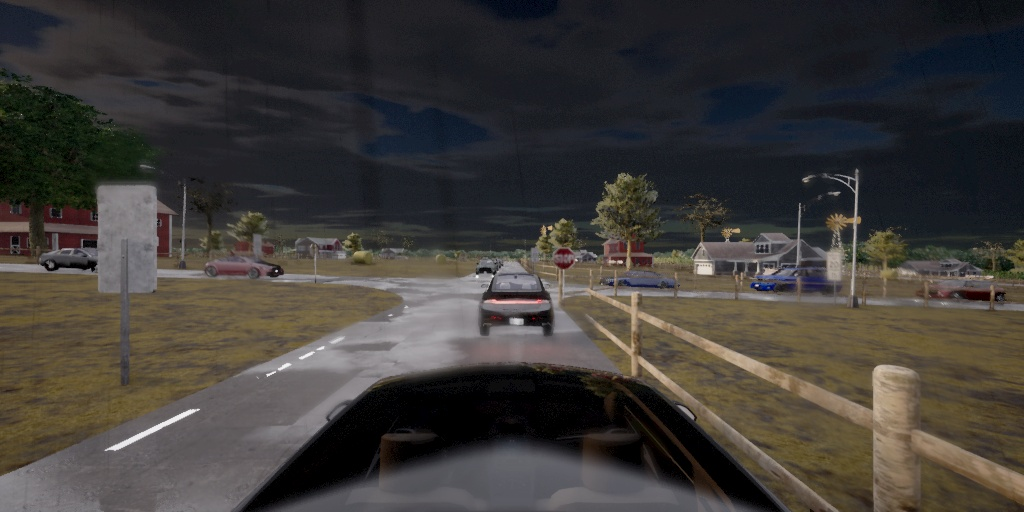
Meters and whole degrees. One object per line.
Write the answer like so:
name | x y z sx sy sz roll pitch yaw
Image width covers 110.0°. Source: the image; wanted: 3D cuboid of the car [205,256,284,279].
car | -17.124 0.716 23.056 4.181 1.385 1.994 2 0 0

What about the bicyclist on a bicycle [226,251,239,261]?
bicyclist on a bicycle | -22.572 0.419 29.046 0.582 1.620 1.656 2 0 0

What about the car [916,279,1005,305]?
car | 32.371 2.453 25.978 4.553 1.767 2.097 2 0 0

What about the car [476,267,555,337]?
car | 0.112 1.246 10.370 2.128 1.511 4.902 0 0 0

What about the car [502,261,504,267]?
car | -2.732 1.357 59.864 2.033 1.411 5.357 0 0 1

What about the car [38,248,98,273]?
car | -27.179 0.271 23.063 4.902 1.511 2.128 2 0 0

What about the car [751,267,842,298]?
car | 20.529 1.837 25.989 5.566 2.045 2.150 2 0 0

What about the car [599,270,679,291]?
car | 9.076 1.713 25.732 5.357 1.411 2.033 2 0 -4

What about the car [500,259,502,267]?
car | -2.757 1.297 49.575 1.837 1.490 4.892 0 0 0

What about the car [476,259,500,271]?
car | -2.785 1.133 39.674 2.097 1.767 4.553 0 0 0
